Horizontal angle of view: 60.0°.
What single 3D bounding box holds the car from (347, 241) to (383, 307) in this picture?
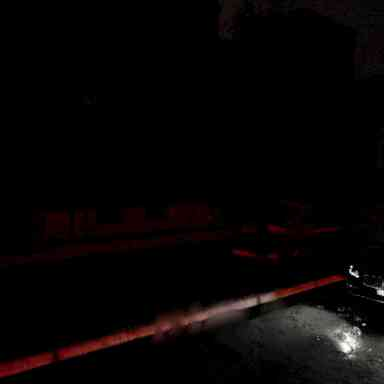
[{"bbox_3d":[5.256,1.477,7.131,4.892,1.490,1.837,0,0,-36],"label":"car"}]
